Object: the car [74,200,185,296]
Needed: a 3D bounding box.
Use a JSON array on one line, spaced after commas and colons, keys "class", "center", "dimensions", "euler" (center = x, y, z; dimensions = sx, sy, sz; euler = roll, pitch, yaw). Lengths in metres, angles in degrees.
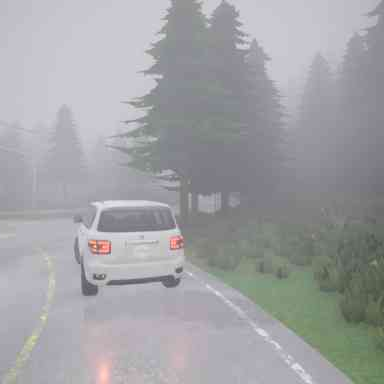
[{"class": "car", "center": [-1.917, 1.221, 9.031], "dimensions": [2.150, 2.045, 5.566], "euler": [0, 0, -20]}]
